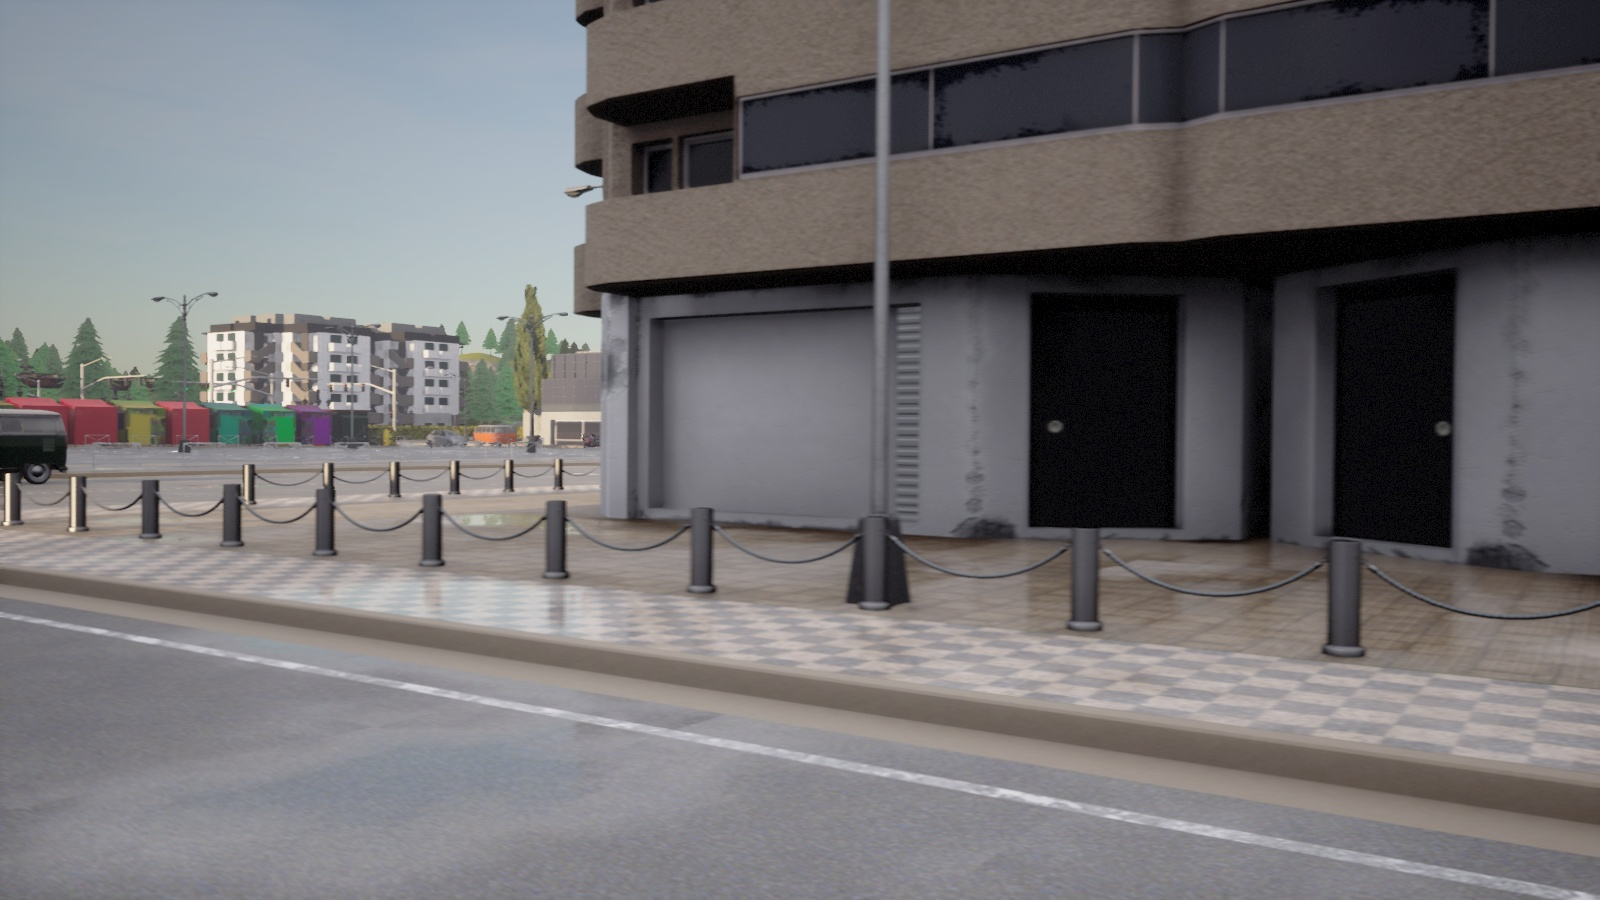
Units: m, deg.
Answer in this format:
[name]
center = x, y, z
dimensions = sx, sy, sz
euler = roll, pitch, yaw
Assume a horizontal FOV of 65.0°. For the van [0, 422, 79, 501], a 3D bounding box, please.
[van]
center = -21.175, 0.294, 32.066
dimensions = 1.775, 1.987, 4.442
euler = 0, 1, 33
